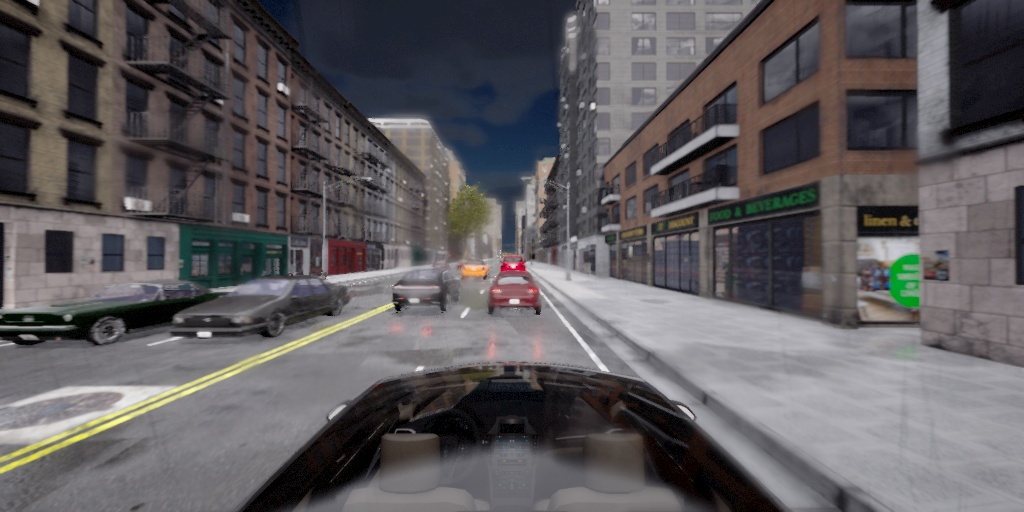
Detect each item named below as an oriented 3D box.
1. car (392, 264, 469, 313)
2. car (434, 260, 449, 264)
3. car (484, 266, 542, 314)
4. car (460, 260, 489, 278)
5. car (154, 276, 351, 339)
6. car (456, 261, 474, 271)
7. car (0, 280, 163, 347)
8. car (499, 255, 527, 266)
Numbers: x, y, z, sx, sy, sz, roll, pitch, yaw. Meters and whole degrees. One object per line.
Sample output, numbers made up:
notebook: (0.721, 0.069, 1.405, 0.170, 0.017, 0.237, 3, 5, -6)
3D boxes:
car: (-3.154, 1.242, 14.036, 2.128, 1.511, 4.902, 0, 0, 0)
car: (-9.846, 1.310, 50.049, 1.812, 1.442, 4.674, 0, 0, 0)
car: (0.096, 1.277, 13.633, 1.812, 1.442, 4.674, 0, 0, 0)
car: (-3.159, 1.114, 31.951, 2.097, 1.767, 4.553, 0, 0, 0)
car: (-6.605, 1.298, 10.359, 2.033, 1.411, 5.357, 0, 0, 0)
car: (-6.596, 1.385, 50.299, 1.895, 1.301, 4.718, 0, 0, 0)
car: (-9.853, 1.351, 9.516, 1.895, 1.301, 4.718, 0, 0, 0)
car: (0.092, 0.979, 31.448, 2.150, 2.045, 5.566, 0, 0, 0)
